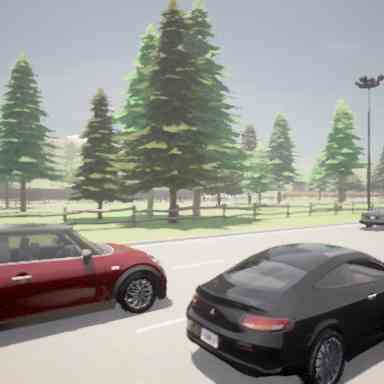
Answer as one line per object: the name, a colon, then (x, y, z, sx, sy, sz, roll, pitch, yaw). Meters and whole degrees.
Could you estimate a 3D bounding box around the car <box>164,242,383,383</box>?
car: (2.078, 1.542, 5.227, 4.674, 1.442, 1.812, 0, 0, -35)

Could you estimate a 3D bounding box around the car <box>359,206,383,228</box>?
car: (12.986, 1.630, 21.605, 5.357, 1.411, 2.033, 0, 0, -35)

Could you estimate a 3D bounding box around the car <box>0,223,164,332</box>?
car: (-2.689, 1.356, 6.128, 4.553, 1.767, 2.097, 0, 0, -35)
